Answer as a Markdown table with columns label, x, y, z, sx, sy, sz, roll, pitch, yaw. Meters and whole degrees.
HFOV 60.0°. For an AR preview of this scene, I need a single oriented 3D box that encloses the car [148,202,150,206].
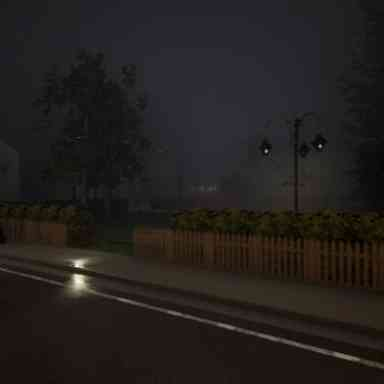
| label | x | y | z | sx | sy | sz | roll | pitch | yaw |
| --- | --- | --- | --- | --- | --- | --- | --- | --- | --- |
| car | -6.427 | 1.999 | 63.986 | 1.812 | 1.442 | 4.674 | -1 | -1 | 35 |
